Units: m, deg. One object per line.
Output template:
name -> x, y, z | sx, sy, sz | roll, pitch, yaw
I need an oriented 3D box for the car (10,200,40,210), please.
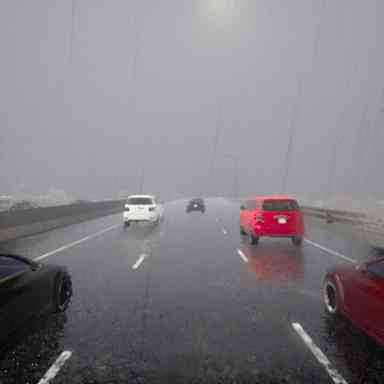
car -> -20.501, 1.650, 40.957 | 1.994, 1.385, 4.181 | 0, 0, 1

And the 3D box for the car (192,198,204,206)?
car -> 1.047, 1.665, 56.020 | 1.994, 1.385, 4.181 | 0, 0, 2

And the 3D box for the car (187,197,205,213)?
car -> 0.476, 1.551, 38.563 | 2.163, 1.488, 4.792 | 0, 0, 1

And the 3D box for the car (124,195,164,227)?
car -> -3.229, 1.246, 23.116 | 2.150, 2.045, 5.566 | 0, 0, 1

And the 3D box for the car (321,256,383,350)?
car -> 3.507, 1.566, 4.829 | 1.994, 1.385, 4.181 | 0, 0, 0

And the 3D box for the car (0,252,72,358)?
car -> -3.383, 1.565, 4.985 | 1.994, 1.385, 4.181 | 0, 0, 0

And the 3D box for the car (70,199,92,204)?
car -> -13.503, 1.570, 40.789 | 1.882, 1.535, 5.008 | 0, 0, 1

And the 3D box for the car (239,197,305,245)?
car -> 3.579, 1.236, 15.782 | 2.150, 2.045, 5.566 | 0, 0, 1

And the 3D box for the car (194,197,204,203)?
car -> 1.605, 1.729, 73.531 | 1.994, 1.385, 4.181 | 0, 0, 2
